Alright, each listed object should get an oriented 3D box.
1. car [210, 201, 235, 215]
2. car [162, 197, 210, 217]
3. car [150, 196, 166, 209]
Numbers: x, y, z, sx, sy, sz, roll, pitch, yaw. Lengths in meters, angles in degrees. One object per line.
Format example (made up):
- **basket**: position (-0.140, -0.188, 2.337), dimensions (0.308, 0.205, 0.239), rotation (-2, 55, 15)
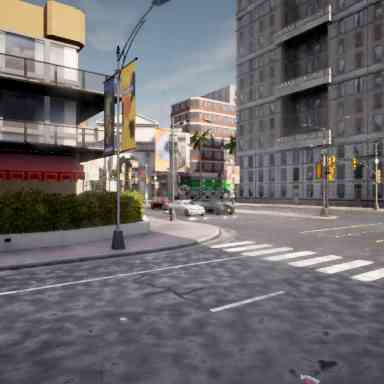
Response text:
- **car**: position (2.423, 1.564, 33.825), dimensions (1.994, 1.385, 4.181), rotation (0, 0, -35)
- **car**: position (-0.648, 1.526, 32.105), dimensions (1.812, 1.442, 4.674), rotation (0, 0, -35)
- **car**: position (-3.444, 1.352, 42.198), dimensions (2.097, 1.767, 4.553), rotation (0, 0, -35)
